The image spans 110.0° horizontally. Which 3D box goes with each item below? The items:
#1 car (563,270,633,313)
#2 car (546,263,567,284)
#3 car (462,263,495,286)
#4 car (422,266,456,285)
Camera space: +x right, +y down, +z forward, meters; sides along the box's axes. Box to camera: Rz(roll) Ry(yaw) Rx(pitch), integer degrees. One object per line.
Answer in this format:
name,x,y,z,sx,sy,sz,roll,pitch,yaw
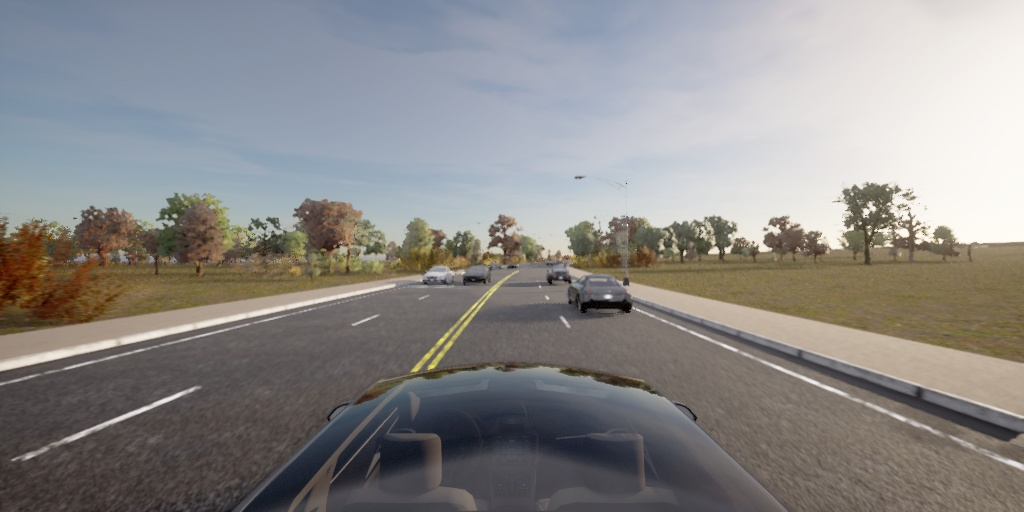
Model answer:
car,3.501,1.461,14.922,1.994,1.385,4.181,0,-1,1
car,3.981,1.594,30.804,1.812,1.442,4.674,0,-1,2
car,-2.774,1.526,29.215,1.882,1.535,5.008,0,-1,2
car,-6.008,1.578,29.731,1.812,1.442,4.674,0,-1,3
